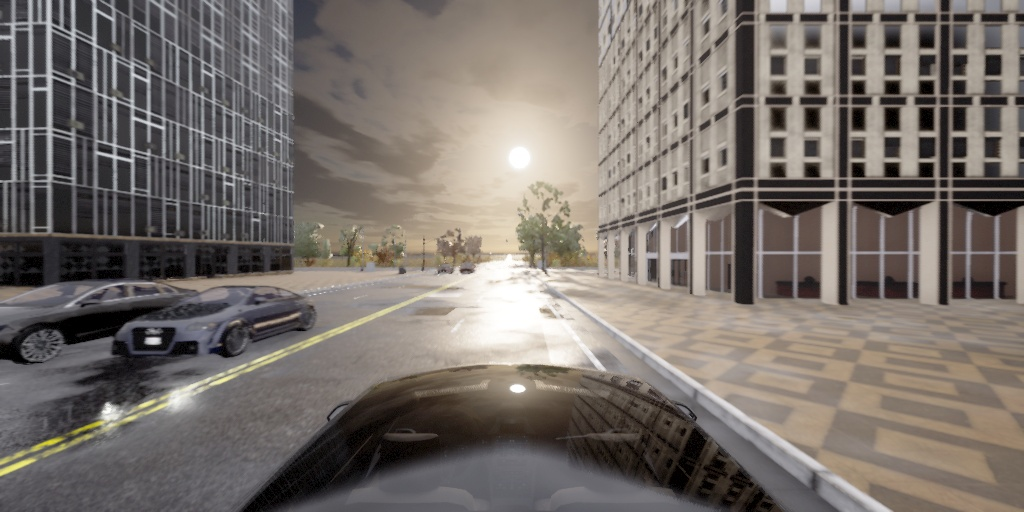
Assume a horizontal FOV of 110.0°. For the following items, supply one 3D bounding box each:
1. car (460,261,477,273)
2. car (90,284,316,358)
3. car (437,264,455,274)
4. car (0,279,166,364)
[{"bbox_3d":[-6.493,1.705,53.311,2.097,1.767,4.553,0,-1,0],"label":"car"},{"bbox_3d":[-6.600,1.393,8.584,1.994,1.385,4.181,0,-1,0],"label":"car"},{"bbox_3d":[-9.743,1.898,53.280,1.994,1.385,4.181,0,-1,0],"label":"car"},{"bbox_3d":[-9.849,1.318,8.317,2.128,1.511,4.902,0,-1,0],"label":"car"}]
